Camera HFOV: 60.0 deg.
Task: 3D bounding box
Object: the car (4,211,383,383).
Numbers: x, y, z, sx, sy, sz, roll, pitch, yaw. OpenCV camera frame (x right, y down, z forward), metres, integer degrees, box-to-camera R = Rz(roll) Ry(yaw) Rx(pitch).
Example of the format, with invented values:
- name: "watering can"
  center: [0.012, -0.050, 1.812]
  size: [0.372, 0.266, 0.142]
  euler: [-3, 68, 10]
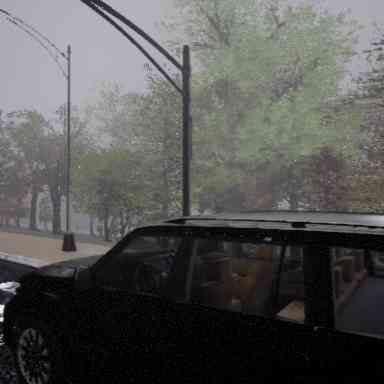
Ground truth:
- name: "car"
  center: [0.311, 1.224, 3.454]
  size: [5.566, 2.045, 2.150]
  euler: [0, 0, 35]
